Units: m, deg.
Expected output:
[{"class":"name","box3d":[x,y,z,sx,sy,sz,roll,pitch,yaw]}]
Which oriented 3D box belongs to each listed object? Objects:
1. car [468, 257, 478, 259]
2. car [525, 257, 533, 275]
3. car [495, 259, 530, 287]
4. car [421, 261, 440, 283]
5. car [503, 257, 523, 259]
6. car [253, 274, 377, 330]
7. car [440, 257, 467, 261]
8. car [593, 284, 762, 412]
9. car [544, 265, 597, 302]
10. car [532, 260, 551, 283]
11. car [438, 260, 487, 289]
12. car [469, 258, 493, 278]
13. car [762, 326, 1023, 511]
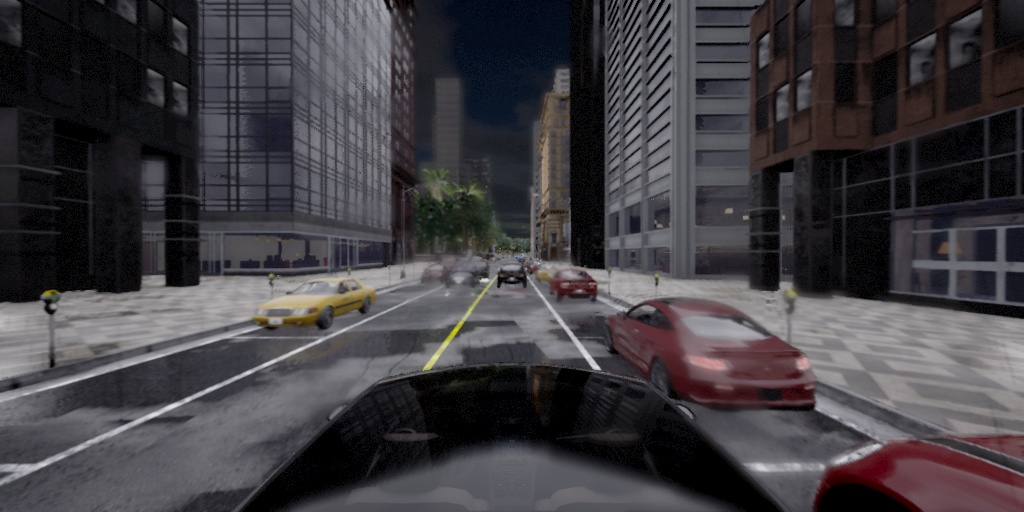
[{"class":"car","box3d":[-5.796,1.033,43.887,2.192,1.841,5.009,0,0,0]},{"class":"car","box3d":[2.734,1.159,38.457,1.967,1.591,4.097,0,0,0]},{"class":"car","box3d":[0.026,1.206,23.990,1.882,1.535,5.008,0,0,1]},{"class":"car","box3d":[-5.783,1.309,27.610,1.802,1.307,4.207,0,0,0]},{"class":"car","box3d":[0.046,1.196,41.724,1.882,1.535,5.008,0,0,0]},{"class":"car","box3d":[-5.769,1.266,11.162,1.751,1.417,4.829,0,0,0]},{"class":"car","box3d":[-5.787,1.038,33.036,2.192,1.841,5.009,0,0,0]},{"class":"car","box3d":[2.760,1.327,5.908,1.802,1.307,4.207,0,0,0]},{"class":"car","box3d":[2.751,1.279,16.758,1.888,1.381,4.507,0,0,0]},{"class":"car","box3d":[2.743,1.250,27.778,1.751,1.417,4.829,0,0,0]},{"class":"car","box3d":[-3.038,1.222,23.049,2.128,1.511,4.902,0,0,0]},{"class":"car","box3d":[-3.024,1.228,33.209,1.837,1.490,4.892,0,0,0]},{"class":"car","box3d":[2.764,1.191,0.483,1.967,1.591,4.097,0,0,0]}]
